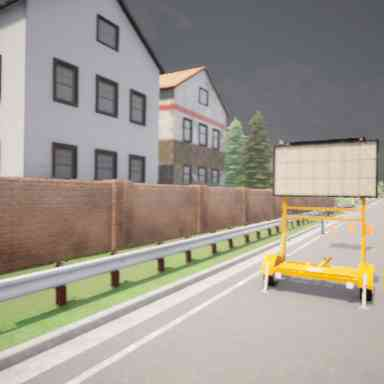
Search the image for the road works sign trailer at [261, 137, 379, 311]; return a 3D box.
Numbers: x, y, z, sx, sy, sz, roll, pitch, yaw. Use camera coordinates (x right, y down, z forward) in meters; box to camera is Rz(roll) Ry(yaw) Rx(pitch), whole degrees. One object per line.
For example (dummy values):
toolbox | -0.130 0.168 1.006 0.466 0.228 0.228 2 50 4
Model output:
road works sign trailer | 3.250 0.523 8.242 2.380 3.560 2.880 1 0 31
